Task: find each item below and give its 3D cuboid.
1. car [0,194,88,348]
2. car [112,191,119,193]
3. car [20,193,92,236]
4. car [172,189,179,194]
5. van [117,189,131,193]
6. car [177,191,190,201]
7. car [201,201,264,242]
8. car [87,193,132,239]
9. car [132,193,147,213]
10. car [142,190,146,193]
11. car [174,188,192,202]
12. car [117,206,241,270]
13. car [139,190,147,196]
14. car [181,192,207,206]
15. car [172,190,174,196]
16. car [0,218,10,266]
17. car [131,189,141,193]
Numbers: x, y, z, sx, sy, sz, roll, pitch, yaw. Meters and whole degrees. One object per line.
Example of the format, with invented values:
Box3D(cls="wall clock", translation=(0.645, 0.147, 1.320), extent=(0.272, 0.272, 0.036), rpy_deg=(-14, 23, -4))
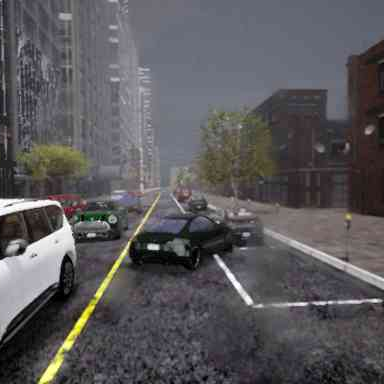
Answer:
Box3D(cls="car", translation=(-3.425, 1.185, 5.048), extent=(2.150, 2.045, 5.566), rpy_deg=(-1, 1, -4))
Box3D(cls="car", translation=(-7.980, 1.024, 29.290), extent=(1.967, 1.590, 4.097), rpy_deg=(-2, 1, -5))
Box3D(cls="car", translation=(-7.193, 1.093, 18.248), extent=(2.192, 1.841, 5.009), rpy_deg=(-2, 1, -5))
Box3D(cls="car", translation=(-4.518, -0.062, 91.352), extent=(1.802, 1.307, 4.206), rpy_deg=(-2, 1, -5))
Box3D(cls="van", translation=(-8.911, 0.719, 41.047), extent=(1.690, 1.788, 3.998), rpy_deg=(-2, 1, -5))
Box3D(cls="car", translation=(-1.447, 0.555, 52.907), extent=(1.752, 1.417, 4.829), rpy_deg=(-2, 1, -5))
Box3D(cls="car", translation=(1.782, 1.257, 14.136), extent=(2.008, 1.369, 4.403), rpy_deg=(-2, 1, -5))
Box3D(cls="car", translation=(-4.279, 1.128, 15.764), extent=(2.097, 1.767, 4.553), rpy_deg=(-1, 1, -5))
Box3D(cls="car", translation=(-5.305, 1.093, 28.863), extent=(2.033, 1.411, 5.357), rpy_deg=(-1, 1, -4))
Box3D(cls="car", translation=(-11.109, 0.439, 68.633), extent=(1.887, 1.381, 4.507), rpy_deg=(-2, 1, -5))
Box3D(cls="car", translation=(-1.000, 0.445, 47.218), extent=(2.192, 1.841, 5.009), rpy_deg=(-2, 1, -5))
Box3D(cls="car", translation=(-0.152, 1.366, 10.508), extent=(1.994, 1.385, 4.181), rpy_deg=(0, 1, 26))
Box3D(cls="car", translation=(-12.419, 0.132, 85.012), extent=(1.752, 1.417, 4.829), rpy_deg=(-2, 1, -5))
Box3D(cls="car", translation=(0.400, 0.983, 29.942), extent=(2.008, 1.369, 4.403), rpy_deg=(-2, 1, -5))
Box3D(cls="car", translation=(-3.204, -0.039, 74.799), extent=(2.192, 1.841, 5.009), rpy_deg=(-2, 1, -5))
Box3D(cls="car", translation=(-6.388, 1.524, 7.943), extent=(1.947, 1.339, 4.313), rpy_deg=(-2, 1, -5))
Box3D(cls="car", translation=(-9.793, 0.500, 52.079), extent=(2.192, 1.841, 5.009), rpy_deg=(-2, 1, -5))
